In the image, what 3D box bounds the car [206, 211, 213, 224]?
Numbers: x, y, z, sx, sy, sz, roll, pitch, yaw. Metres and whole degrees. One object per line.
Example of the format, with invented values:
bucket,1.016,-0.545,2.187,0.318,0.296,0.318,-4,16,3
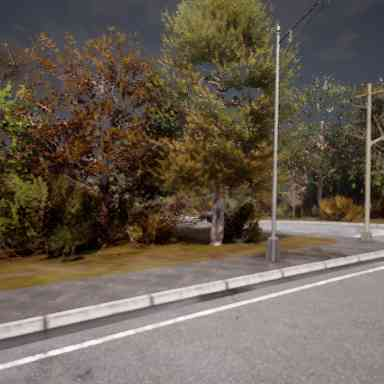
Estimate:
car,3.084,2.657,35.117,1.882,1.535,5.008,3,-5,-41
